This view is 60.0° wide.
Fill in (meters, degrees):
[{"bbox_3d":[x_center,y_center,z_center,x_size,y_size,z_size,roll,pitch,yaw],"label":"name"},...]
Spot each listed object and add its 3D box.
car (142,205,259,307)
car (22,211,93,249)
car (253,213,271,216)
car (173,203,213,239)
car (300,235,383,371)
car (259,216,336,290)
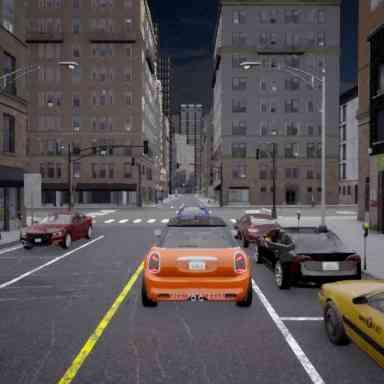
[{"bbox_3d":[0.092,1.350,8.138,2.097,1.767,4.553,0,0,0],"label":"car"},{"bbox_3d":[-5.687,1.541,14.521,1.887,1.381,4.507,-1,0,0],"label":"car"},{"bbox_3d":[2.858,1.578,14.529,1.802,1.307,4.206,-1,0,0],"label":"car"},{"bbox_3d":[0.090,1.472,18.426,1.882,1.535,5.008,0,0,1],"label":"car"},{"bbox_3d":[2.864,1.524,3.527,1.752,1.417,4.829,-1,0,0],"label":"car"},{"bbox_3d":[2.861,1.563,8.943,1.947,1.339,4.313,-1,0,0],"label":"car"}]
